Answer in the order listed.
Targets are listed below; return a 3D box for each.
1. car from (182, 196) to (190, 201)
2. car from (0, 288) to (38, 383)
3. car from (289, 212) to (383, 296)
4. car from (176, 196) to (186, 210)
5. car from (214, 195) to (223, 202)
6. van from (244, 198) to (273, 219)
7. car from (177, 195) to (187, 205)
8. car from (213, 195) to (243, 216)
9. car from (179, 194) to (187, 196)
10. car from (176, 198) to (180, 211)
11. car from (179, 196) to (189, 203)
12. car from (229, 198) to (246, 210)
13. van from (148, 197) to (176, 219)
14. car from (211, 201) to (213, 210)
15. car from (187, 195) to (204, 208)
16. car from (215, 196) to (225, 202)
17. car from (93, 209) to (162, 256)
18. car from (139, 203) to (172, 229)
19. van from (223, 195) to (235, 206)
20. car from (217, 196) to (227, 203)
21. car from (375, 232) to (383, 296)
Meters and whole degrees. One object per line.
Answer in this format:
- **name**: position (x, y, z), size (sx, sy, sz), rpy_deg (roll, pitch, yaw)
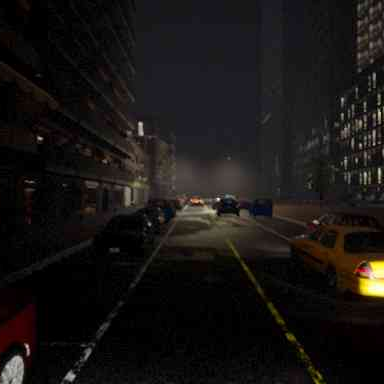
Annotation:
- **car**: position (-1.589, 1.660, 85.623), size (1.802, 1.307, 4.206), rpy_deg (1, 0, 1)
- **car**: position (-2.672, 1.525, 2.084), size (1.887, 1.381, 4.507), rpy_deg (1, 0, 1)
- **car**: position (3.994, 1.495, 8.735), size (1.801, 1.575, 5.366), rpy_deg (0, 0, 1)
- **car**: position (-2.166, 1.572, 41.068), size (2.008, 1.369, 4.403), rpy_deg (1, 0, 1)
- **car**: position (6.793, 1.585, 85.513), size (1.967, 1.590, 4.097), rpy_deg (1, 0, 1)
- **van**: position (6.073, 1.418, 29.821), size (1.690, 1.788, 3.998), rpy_deg (1, 0, 1)
- **car**: position (-2.096, 1.553, 46.468), size (1.752, 1.417, 4.829), rpy_deg (1, 0, 1)
- **car**: position (3.466, 1.411, 32.890), size (2.097, 1.767, 4.553), rpy_deg (0, 0, 1)
- **car**: position (-1.944, 1.356, 57.777), size (2.192, 1.841, 5.009), rpy_deg (1, 0, 1)
- **car**: position (-2.312, 1.535, 29.761), size (1.752, 1.417, 4.829), rpy_deg (1, 0, 1)
- **car**: position (-1.733, 1.607, 74.484), size (1.887, 1.381, 4.507), rpy_deg (1, 0, 1)
- **car**: position (6.288, 1.620, 46.697), size (1.752, 1.417, 4.829), rpy_deg (1, 0, 1)
- **van**: position (-2.378, 1.345, 24.362), size (1.690, 1.788, 3.998), rpy_deg (1, 0, 1)
- **car**: position (3.557, 1.563, 43.744), size (2.128, 1.511, 4.902), rpy_deg (0, 0, 1)
- **car**: position (0.631, 1.405, 50.028), size (2.097, 1.767, 4.553), rpy_deg (0, 0, 1)
- **car**: position (6.718, 1.682, 79.943), size (1.887, 1.381, 4.507), rpy_deg (1, 0, 1)
- **car**: position (-2.528, 1.557, 13.223), size (1.947, 1.339, 4.313), rpy_deg (1, 0, 1)
- **car**: position (-2.455, 1.548, 18.792), size (2.008, 1.369, 4.403), rpy_deg (1, 0, 1)
- **van**: position (6.434, 1.449, 57.668), size (1.690, 1.788, 3.998), rpy_deg (1, 0, 1)
- **car**: position (6.649, 1.655, 74.544), size (1.752, 1.417, 4.829), rpy_deg (1, 0, 1)
- **car**: position (3.897, 1.490, 2.735), size (1.801, 1.575, 5.366), rpy_deg (0, 0, 1)
